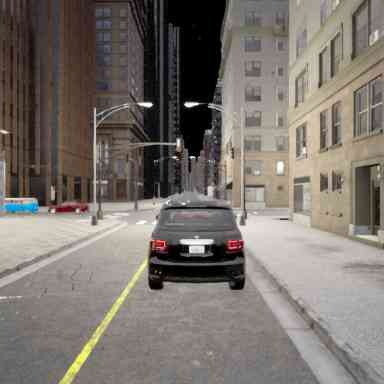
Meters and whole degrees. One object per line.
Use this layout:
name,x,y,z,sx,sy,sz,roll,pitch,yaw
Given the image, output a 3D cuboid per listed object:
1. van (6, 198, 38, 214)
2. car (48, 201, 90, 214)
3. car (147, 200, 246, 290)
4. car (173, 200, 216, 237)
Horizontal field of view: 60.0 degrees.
van,-19.534,1.588,37.599,3.998,1.788,1.690,-1,0,0
car,-13.908,1.724,37.569,4.507,1.381,1.887,-1,0,0
car,0.117,1.223,9.223,2.150,2.045,5.566,0,0,1
car,0.131,1.357,18.672,2.097,1.767,4.553,0,0,0
